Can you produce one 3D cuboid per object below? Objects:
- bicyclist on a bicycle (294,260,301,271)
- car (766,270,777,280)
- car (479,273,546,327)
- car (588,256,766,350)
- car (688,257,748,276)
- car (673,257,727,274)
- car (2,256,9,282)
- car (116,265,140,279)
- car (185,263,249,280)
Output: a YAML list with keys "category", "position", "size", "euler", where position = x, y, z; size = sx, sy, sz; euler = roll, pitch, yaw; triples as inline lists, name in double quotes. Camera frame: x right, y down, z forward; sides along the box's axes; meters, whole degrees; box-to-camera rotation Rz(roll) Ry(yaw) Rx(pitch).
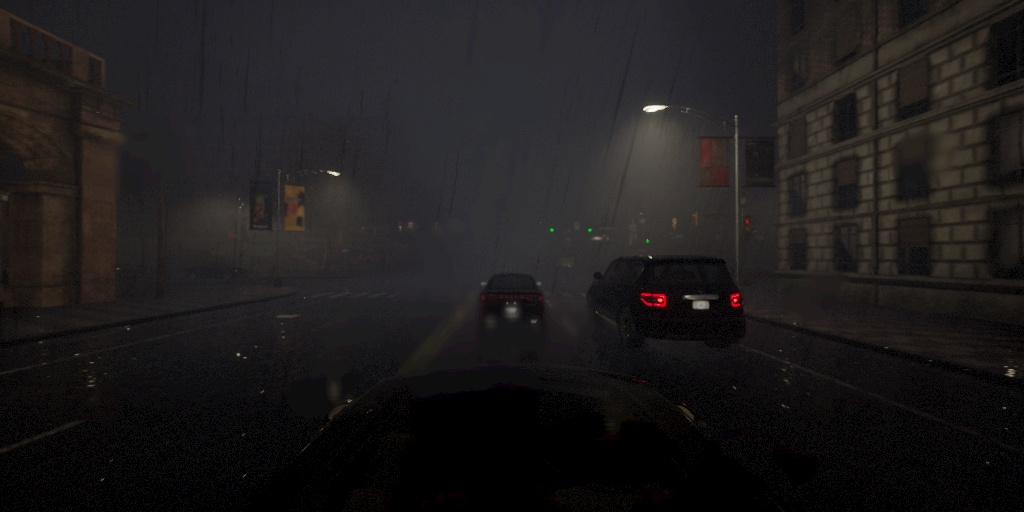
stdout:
- category: "bicyclist on a bicycle"
  position: [-31.320, 1.347, 52.404]
  size: [0.582, 1.620, 1.656]
  euler: [0, 0, 0]
- category: "car"
  position: [21.929, 1.523, 33.004]
  size: [4.718, 1.301, 1.895]
  euler: [0, 0, 0]
- category: "car"
  position: [0.010, 1.285, 11.764]
  size: [1.882, 1.535, 5.008]
  euler: [0, 0, 0]
- category: "car"
  position: [3.521, 1.014, 9.331]
  size: [2.150, 2.045, 5.566]
  euler: [0, 0, 0]
- category: "car"
  position: [23.591, 1.190, 41.185]
  size: [5.566, 2.045, 2.150]
  euler: [0, 0, 1]
- category: "car"
  position: [23.402, 1.210, 44.696]
  size: [5.566, 2.045, 2.150]
  euler: [0, 0, 0]
- category: "car"
  position: [-50.435, 1.163, 32.914]
  size: [5.566, 2.045, 2.150]
  euler: [0, 0, 0]
- category: "car"
  position: [-36.960, 1.501, 32.914]
  size: [4.181, 1.385, 1.994]
  euler: [0, 0, 0]
- category: "car"
  position: [-27.020, 1.412, 32.927]
  size: [5.008, 1.535, 1.882]
  euler: [0, 0, 0]
